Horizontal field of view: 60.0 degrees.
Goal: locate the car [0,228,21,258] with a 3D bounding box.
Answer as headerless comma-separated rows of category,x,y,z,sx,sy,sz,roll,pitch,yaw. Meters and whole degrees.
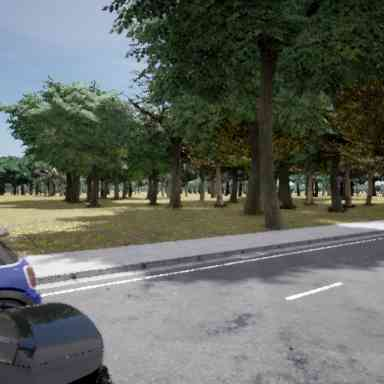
car,-4.537,1.352,4.442,4.553,1.767,2.097,0,0,-36

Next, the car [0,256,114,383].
car,-2.904,1.478,1.614,5.008,1.535,1.882,0,0,-36
